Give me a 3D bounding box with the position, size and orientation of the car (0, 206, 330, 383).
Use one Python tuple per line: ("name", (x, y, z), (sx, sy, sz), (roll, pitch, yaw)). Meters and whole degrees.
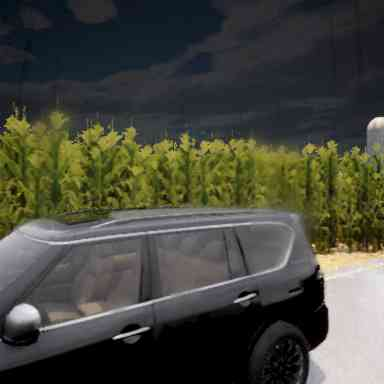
("car", (-0.941, 1.217, 3.298), (5.566, 2.045, 2.150), (0, 0, -35))
